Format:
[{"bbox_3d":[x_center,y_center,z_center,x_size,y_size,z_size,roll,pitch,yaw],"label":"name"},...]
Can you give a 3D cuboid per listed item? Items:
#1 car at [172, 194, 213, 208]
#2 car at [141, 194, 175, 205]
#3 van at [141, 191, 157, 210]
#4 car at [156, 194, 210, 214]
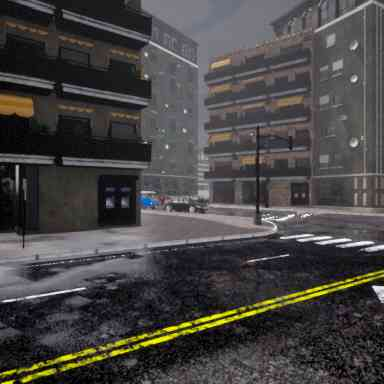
[{"bbox_3d":[0.013,1.042,39.301,4.403,1.369,2.008,1,0,37],"label":"car"},{"bbox_3d":[-4.414,0.962,42.608,4.206,1.307,1.802,1,0,37],"label":"car"},{"bbox_3d":[-5.024,0.818,32.609,3.998,1.788,1.690,1,0,37],"label":"van"},{"bbox_3d":[-0.604,1.138,29.301,4.403,1.369,2.008,1,0,37],"label":"car"}]
